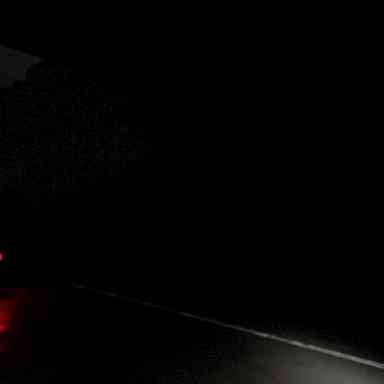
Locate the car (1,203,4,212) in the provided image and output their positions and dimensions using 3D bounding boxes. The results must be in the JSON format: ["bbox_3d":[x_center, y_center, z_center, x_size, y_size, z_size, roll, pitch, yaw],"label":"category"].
[{"bbox_3d":[-14.857,1.518,31.581,4.974,1.542,2.038,0,0,0],"label":"car"}]

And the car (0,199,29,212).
[{"bbox_3d":[-18.556,1.370,34.393,1.853,1.218,4.536,0,0,-10],"label":"car"}]

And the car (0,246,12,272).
[{"bbox_3d":[-6.909,1.624,8.923,4.718,1.301,1.895,0,0,35],"label":"car"}]

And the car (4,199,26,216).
[{"bbox_3d":[-14.806,1.360,31.581,4.536,1.218,1.853,0,0,0],"label":"car"}]
